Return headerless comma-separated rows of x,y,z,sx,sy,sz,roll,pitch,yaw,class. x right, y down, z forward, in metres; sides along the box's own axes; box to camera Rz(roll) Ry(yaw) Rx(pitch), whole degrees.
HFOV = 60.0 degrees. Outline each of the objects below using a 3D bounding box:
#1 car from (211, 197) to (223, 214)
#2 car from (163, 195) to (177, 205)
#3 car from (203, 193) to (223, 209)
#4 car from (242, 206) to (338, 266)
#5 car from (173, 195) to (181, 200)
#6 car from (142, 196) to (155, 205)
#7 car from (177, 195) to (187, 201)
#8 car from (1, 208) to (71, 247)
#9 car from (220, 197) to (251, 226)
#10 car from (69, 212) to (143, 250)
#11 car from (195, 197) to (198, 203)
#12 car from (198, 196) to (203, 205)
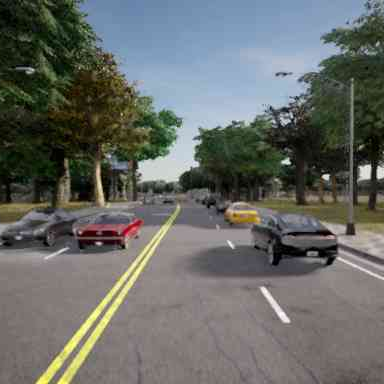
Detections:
3.243,1.515,33.451,1.895,1.301,4.718,0,0,0,car
-3.993,1.525,56.376,1.895,1.301,4.718,0,0,-2,car
3.057,1.127,44.567,2.150,2.045,5.566,0,0,-2,car
3.249,1.450,11.393,2.128,1.511,4.902,0,0,0,car
-4.353,1.529,95.105,1.895,1.301,4.718,0,0,-8,car
-7.254,1.419,56.067,2.128,1.511,4.902,0,0,-3,car
-2.195,1.376,76.565,1.882,1.535,5.008,0,0,-6,car
-6.600,1.474,14.997,1.812,1.442,4.674,0,0,0,car
3.249,1.388,22.585,1.801,1.575,5.366,0,0,0,car
-3.351,1.551,14.228,1.895,1.301,4.718,0,0,0,car
1.833,1.490,66.736,2.033,1.411,5.357,0,0,-7,car
2.610,1.347,55.646,2.033,1.649,4.856,0,0,-3,car
